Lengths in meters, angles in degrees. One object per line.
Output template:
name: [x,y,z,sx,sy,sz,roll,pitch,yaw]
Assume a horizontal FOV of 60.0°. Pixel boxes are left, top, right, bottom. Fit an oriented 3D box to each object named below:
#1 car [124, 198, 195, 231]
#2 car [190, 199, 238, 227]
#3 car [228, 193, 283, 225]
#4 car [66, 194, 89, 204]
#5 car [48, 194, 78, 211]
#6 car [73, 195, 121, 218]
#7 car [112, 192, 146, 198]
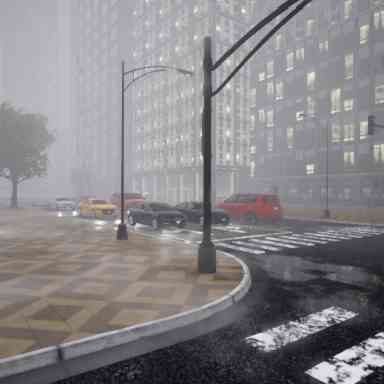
car: [-2.174,1.357,19.762,1.837,1.490,4.892,0,0,-37]
car: [0.400,1.344,21.748,1.882,1.535,5.008,0,0,-37]
car: [3.689,1.111,23.113,2.150,2.045,5.566,0,0,-37]
car: [-17.991,1.057,52.206,1.882,1.535,5.008,0,1,-37]
car: [-13.954,1.216,35.589,1.812,1.442,4.674,0,0,-37]
car: [-7.830,1.254,27.356,1.882,1.535,5.008,0,0,-37]
car: [-5.535,1.008,29.710,2.150,2.045,5.566,0,0,-37]
